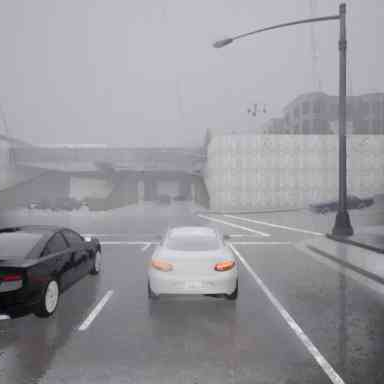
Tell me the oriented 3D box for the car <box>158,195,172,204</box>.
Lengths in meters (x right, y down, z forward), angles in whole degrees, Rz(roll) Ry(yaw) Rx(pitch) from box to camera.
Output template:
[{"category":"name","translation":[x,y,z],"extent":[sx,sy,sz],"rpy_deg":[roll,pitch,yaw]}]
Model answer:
[{"category":"car","translation":[-5.199,1.562,64.297],"extent":[1.994,1.385,4.181],"rpy_deg":[0,0,-2]}]

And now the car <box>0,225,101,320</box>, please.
[{"category":"car","translation":[-3.480,1.477,7.467],"extent":[1.882,1.535,5.008],"rpy_deg":[0,0,0]}]

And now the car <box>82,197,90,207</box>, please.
[{"category":"car","translation":[-15.400,1.491,49.589],"extent":[2.128,1.511,4.902],"rpy_deg":[0,0,-2]}]

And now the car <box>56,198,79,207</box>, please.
[{"category":"car","translation":[-18.949,1.600,51.026],"extent":[1.895,1.301,4.718],"rpy_deg":[0,0,-2]}]

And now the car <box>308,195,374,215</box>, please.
[{"category":"car","translation":[12.034,1.011,27.133],"extent":[4.718,1.301,1.895],"rpy_deg":[-6,0,-1]}]

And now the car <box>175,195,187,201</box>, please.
[{"category":"car","translation":[-2.916,1.551,83.875],"extent":[1.994,1.385,4.181],"rpy_deg":[0,0,27]}]

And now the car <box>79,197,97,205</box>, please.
[{"category":"car","translation":[-19.275,1.599,61.950],"extent":[1.895,1.301,4.718],"rpy_deg":[0,0,-1]}]

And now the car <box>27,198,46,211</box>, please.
[{"category":"car","translation":[-18.607,1.492,41.125],"extent":[2.128,1.511,4.902],"rpy_deg":[0,0,-2]}]

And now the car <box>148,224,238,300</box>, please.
[{"category":"car","translation":[0.013,1.526,8.268],"extent":[1.812,1.442,4.674],"rpy_deg":[0,0,0]}]

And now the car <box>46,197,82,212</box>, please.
[{"category":"car","translation":[-15.039,1.350,39.439],"extent":[2.097,1.767,4.553],"rpy_deg":[0,0,-2]}]
